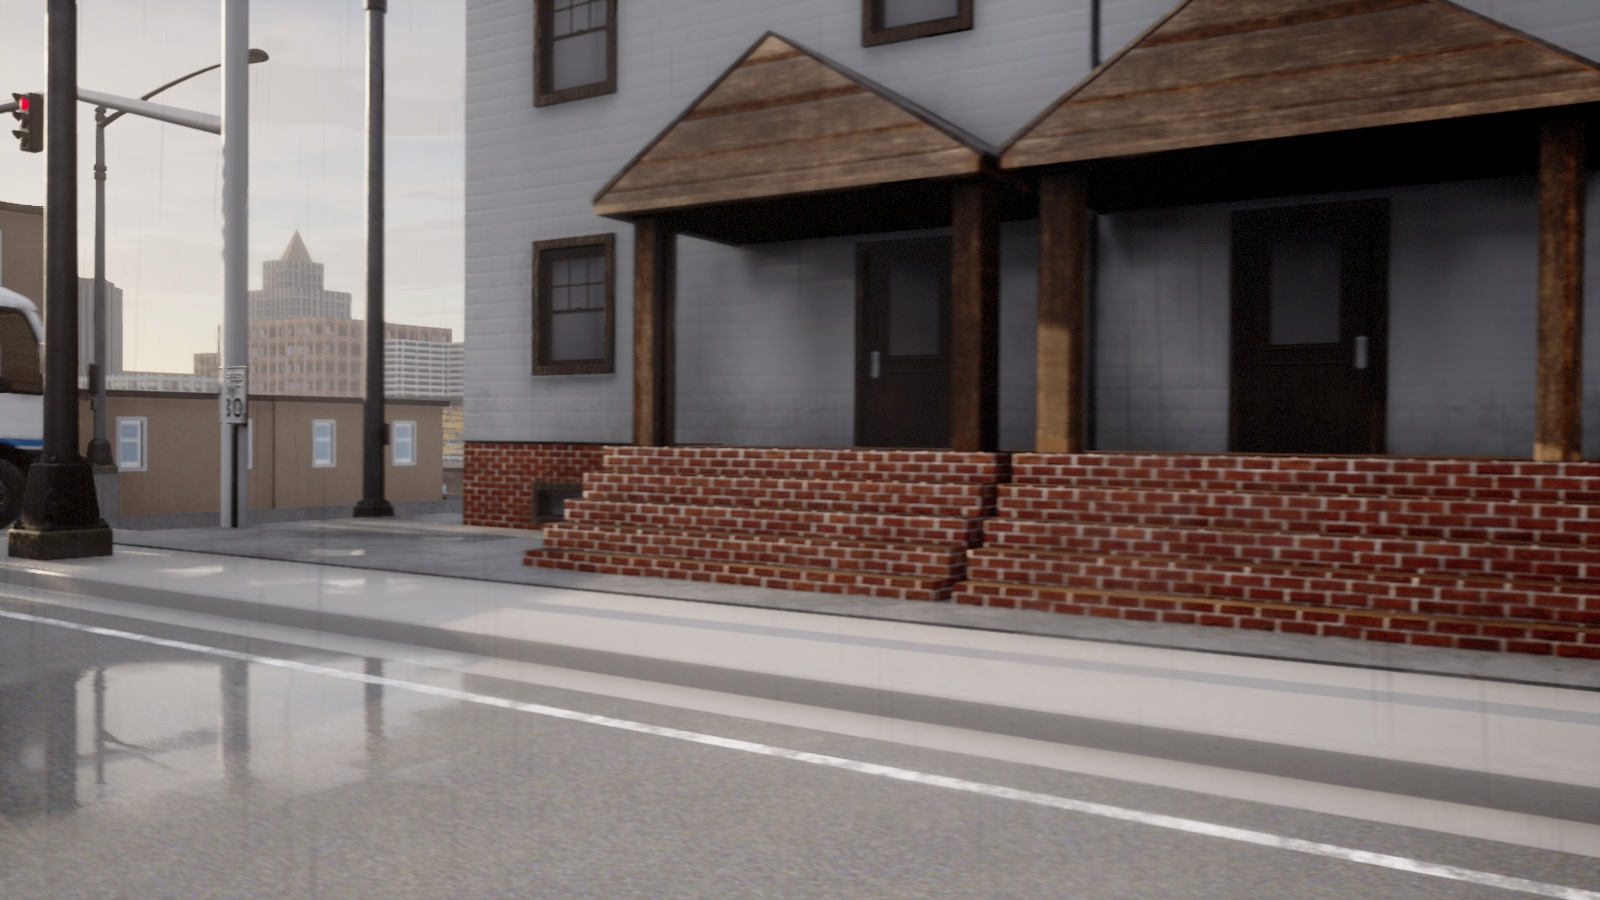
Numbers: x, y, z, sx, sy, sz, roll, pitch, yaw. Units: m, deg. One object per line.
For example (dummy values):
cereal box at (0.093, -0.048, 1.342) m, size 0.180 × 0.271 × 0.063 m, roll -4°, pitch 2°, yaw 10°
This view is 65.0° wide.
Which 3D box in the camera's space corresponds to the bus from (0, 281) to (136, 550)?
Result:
bus at (-15.522, -0.642, 18.103) m, size 3.944 × 4.253 × 10.273 m, roll 1°, pitch -1°, yaw 22°
